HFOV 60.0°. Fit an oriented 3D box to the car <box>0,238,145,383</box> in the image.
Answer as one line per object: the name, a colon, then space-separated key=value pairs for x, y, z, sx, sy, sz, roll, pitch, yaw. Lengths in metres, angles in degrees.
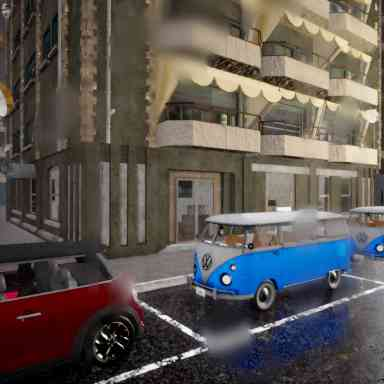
car: x=-2.755 y=1.440 z=4.128 sx=4.097 sy=1.590 sz=1.967 roll=0 pitch=0 yaw=-36

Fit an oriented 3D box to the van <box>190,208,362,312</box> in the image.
van: x=1.870 y=1.342 z=7.441 sx=3.998 sy=1.788 sz=1.690 roll=0 pitch=0 yaw=-36

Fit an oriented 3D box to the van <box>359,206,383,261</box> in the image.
van: x=6.496 y=1.345 z=10.755 sx=3.998 sy=1.788 sz=1.690 roll=0 pitch=0 yaw=-36
